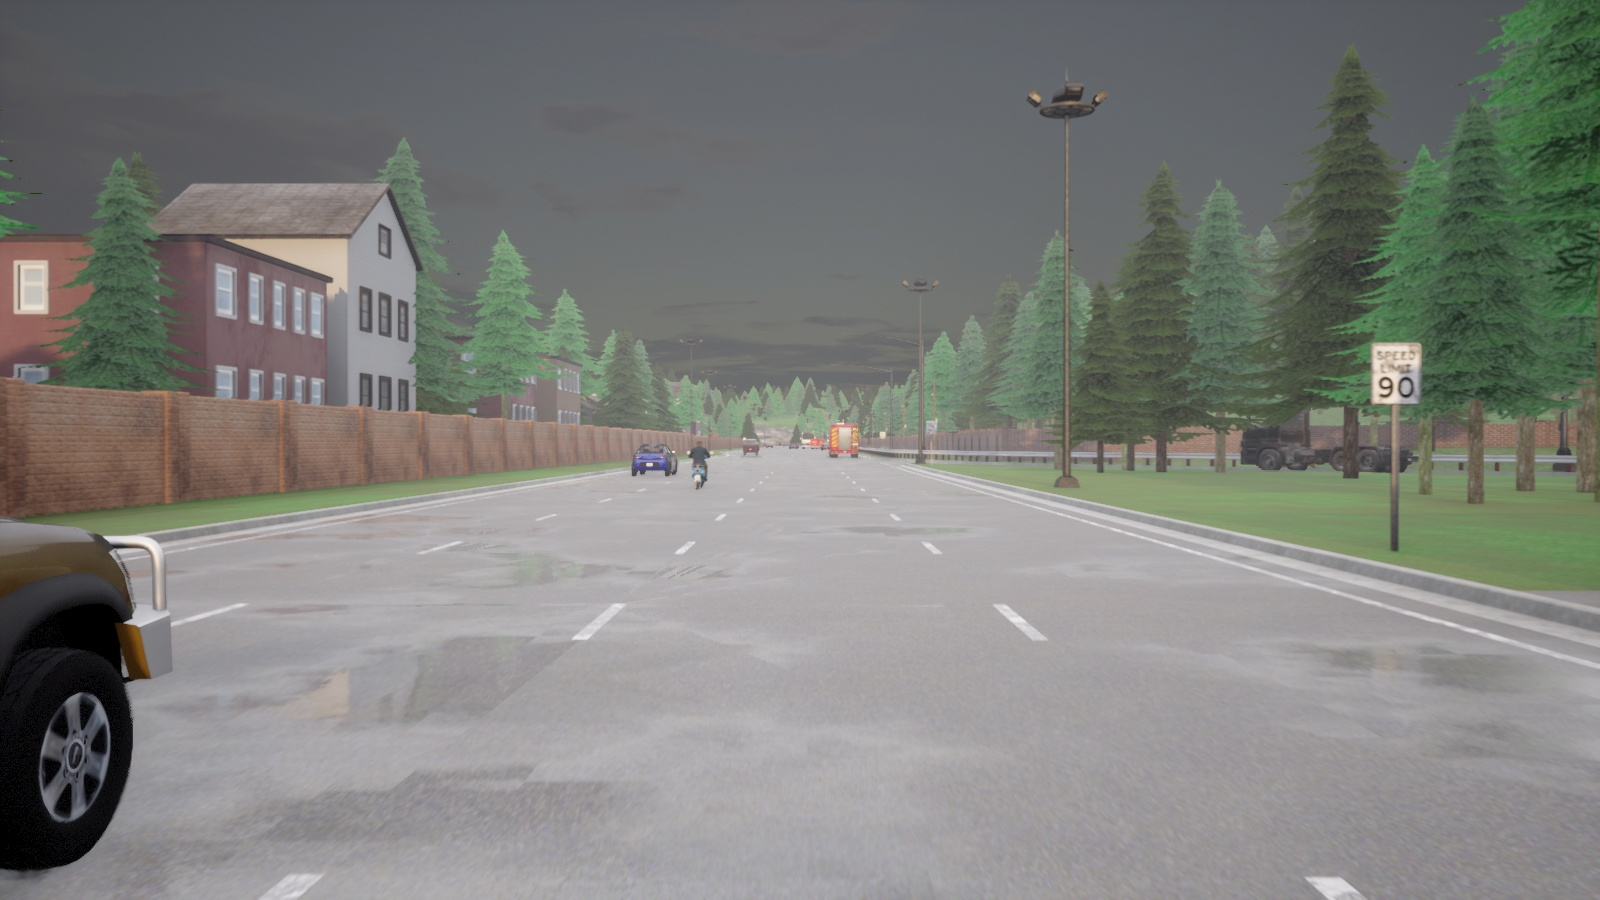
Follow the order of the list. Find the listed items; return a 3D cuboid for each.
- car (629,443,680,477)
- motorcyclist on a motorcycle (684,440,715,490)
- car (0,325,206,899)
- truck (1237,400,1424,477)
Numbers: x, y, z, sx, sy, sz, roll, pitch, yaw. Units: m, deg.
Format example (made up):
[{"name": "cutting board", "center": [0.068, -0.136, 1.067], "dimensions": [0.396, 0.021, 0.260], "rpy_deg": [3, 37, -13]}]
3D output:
[{"name": "car", "center": [-6.658, 0.429, 57.786], "dimensions": [1.816, 1.474, 4.193], "rpy_deg": [0, 0, 0]}, {"name": "motorcyclist on a motorcycle", "center": [-3.253, 0.467, 40.918], "dimensions": [0.866, 1.590, 1.817], "rpy_deg": [0, 0, 0]}, {"name": "car", "center": [-3.468, 0.544, 2.958], "dimensions": [1.932, 1.855, 4.605], "rpy_deg": [0, 0, 0]}, {"name": "truck", "center": [25.486, -0.557, 60.729], "dimensions": [2.891, 3.462, 7.936], "rpy_deg": [0, 0, -38]}]
